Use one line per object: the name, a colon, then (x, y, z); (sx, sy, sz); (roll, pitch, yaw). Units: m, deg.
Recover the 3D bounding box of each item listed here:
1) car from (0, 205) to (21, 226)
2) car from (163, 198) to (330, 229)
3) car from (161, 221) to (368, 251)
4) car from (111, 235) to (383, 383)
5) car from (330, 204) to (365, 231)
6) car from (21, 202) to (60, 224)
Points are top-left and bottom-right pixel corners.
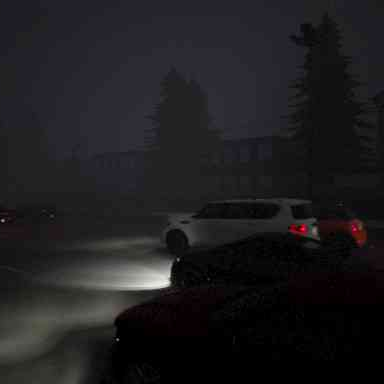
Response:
car: (-13.946, 1.563, 22.538); (4.892, 1.490, 1.837); (0, 0, 35)
car: (1.491, 1.233, 11.526); (5.566, 2.045, 2.150); (0, 0, 36)
car: (1.563, 1.570, 7.176); (4.181, 1.385, 1.994); (0, 0, 36)
car: (1.393, 1.479, 2.998); (5.008, 1.535, 1.882); (0, 0, 36)
car: (4.559, 1.359, 13.637); (4.553, 1.767, 2.097); (0, 0, 36)
car: (-12.151, 1.549, 25.556); (4.902, 1.511, 2.128); (0, 0, 36)
